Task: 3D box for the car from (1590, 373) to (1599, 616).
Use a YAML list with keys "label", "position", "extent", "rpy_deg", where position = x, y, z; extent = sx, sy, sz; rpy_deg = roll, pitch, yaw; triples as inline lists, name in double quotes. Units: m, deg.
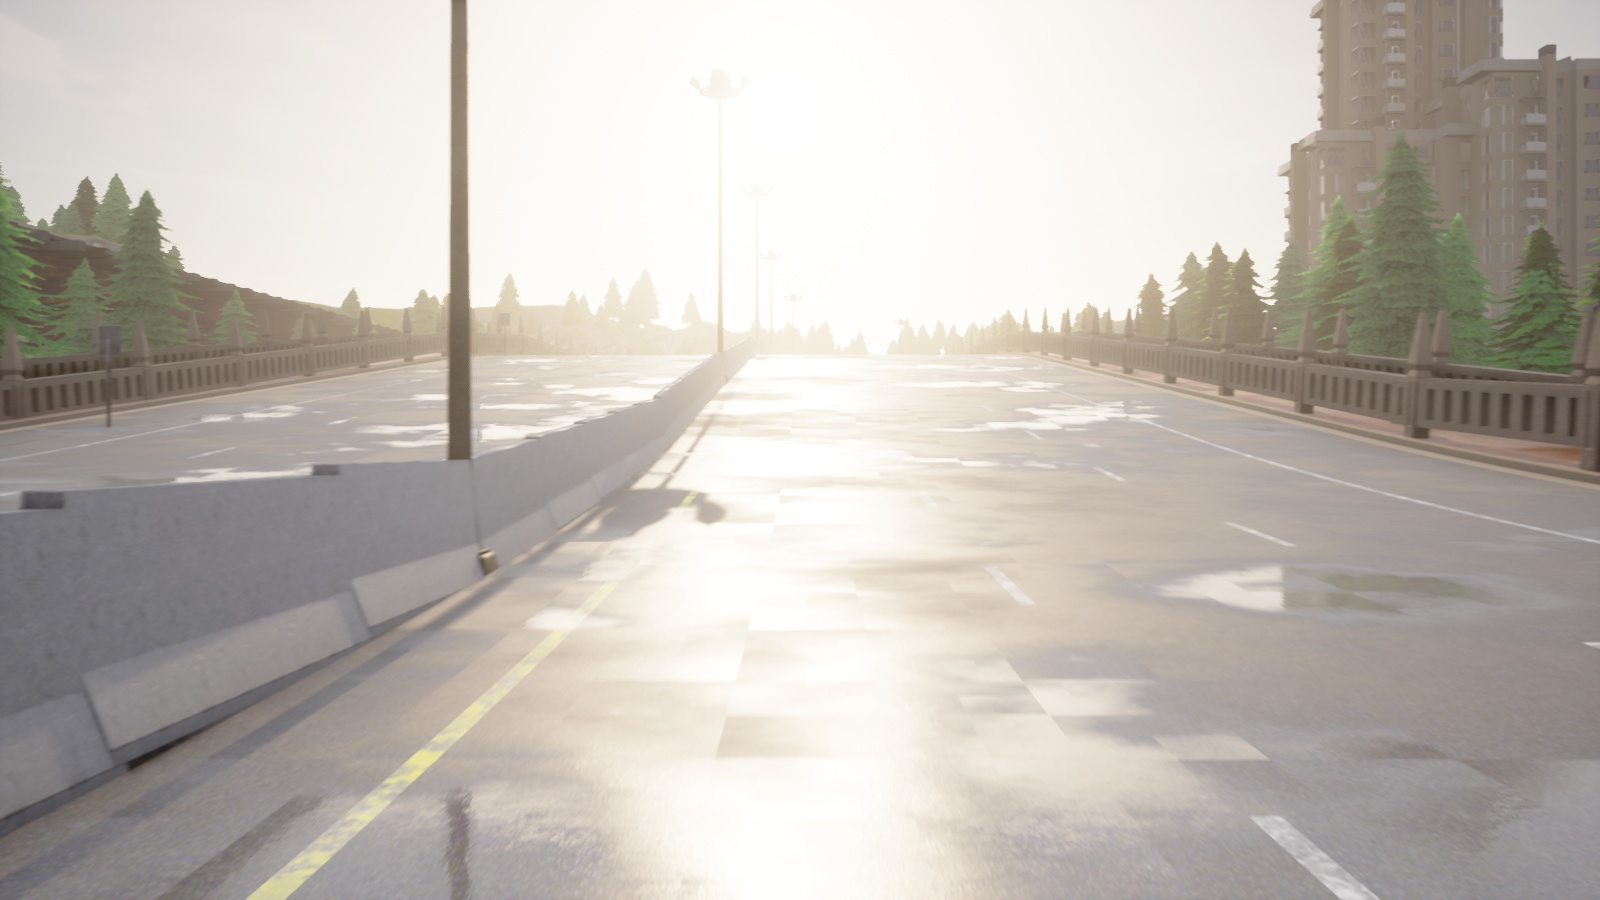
- label: "car"
  position: [7.057, 0.419, 7.369]
  extent: [1.932, 1.855, 4.605]
  rpy_deg: [0, 2, 0]
